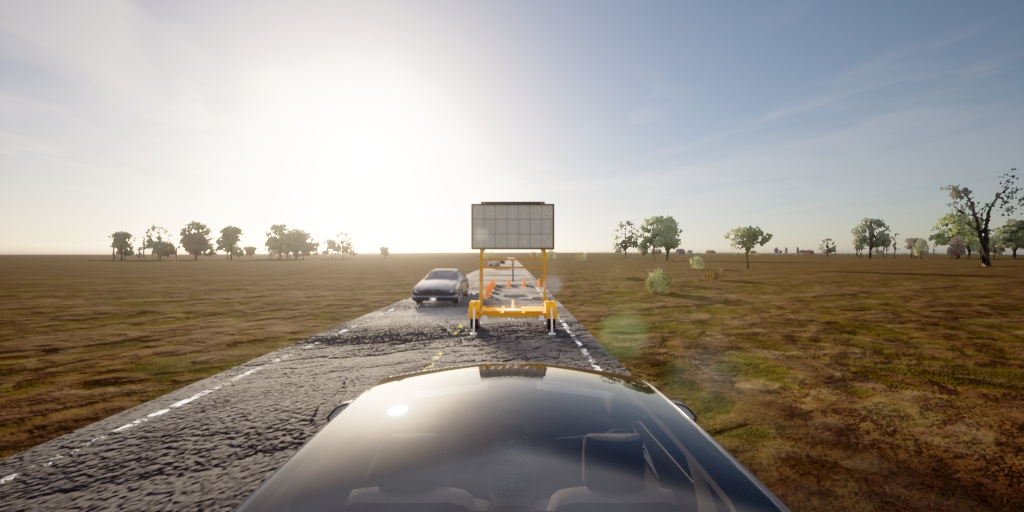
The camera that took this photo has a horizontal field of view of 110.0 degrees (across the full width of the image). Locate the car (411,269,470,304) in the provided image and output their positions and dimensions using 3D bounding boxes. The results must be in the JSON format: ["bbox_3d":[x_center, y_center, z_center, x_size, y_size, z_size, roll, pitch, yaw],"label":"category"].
[{"bbox_3d":[-3.061,1.297,16.551,2.033,1.411,5.357,0,0,0],"label":"car"}]

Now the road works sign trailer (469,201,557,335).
[{"bbox_3d":[0.026,0.214,10.518,2.380,3.560,2.880,0,0,0],"label":"road works sign trailer"}]

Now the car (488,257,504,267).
[{"bbox_3d":[-2.929,1.241,58.433,2.128,1.511,4.902,0,0,0],"label":"car"}]
